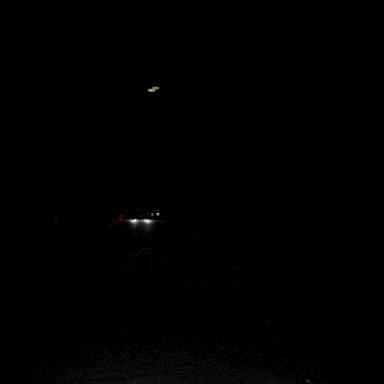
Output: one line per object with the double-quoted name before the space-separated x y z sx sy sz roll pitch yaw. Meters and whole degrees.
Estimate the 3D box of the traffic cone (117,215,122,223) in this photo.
"traffic cone" -6.568 2.455 29.214 0.340 0.580 0.340 2 -2 -9

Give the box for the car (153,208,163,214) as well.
"car" -8.721 4.715 84.460 1.837 1.490 4.892 2 -3 8

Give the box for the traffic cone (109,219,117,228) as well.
"traffic cone" -5.858 2.302 24.334 0.340 0.580 0.340 2 -2 -8

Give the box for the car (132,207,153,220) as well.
"car" -5.919 2.459 39.065 1.812 1.442 4.674 2 -3 -9
